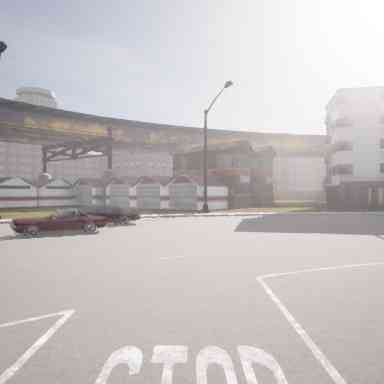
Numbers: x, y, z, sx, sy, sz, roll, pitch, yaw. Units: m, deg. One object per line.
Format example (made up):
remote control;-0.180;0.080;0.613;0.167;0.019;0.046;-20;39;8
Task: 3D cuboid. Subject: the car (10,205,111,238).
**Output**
car;-7.125;1.601;17.906;4.718;1.301;1.895;0;0;-33

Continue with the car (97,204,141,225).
car;-6.201;1.547;22.530;5.357;1.411;2.033;0;0;-30
